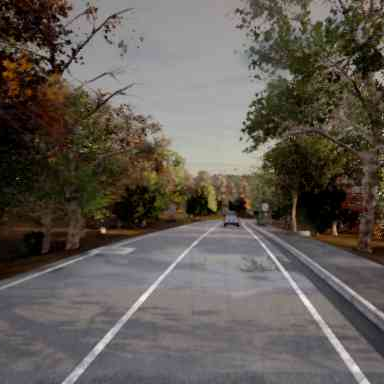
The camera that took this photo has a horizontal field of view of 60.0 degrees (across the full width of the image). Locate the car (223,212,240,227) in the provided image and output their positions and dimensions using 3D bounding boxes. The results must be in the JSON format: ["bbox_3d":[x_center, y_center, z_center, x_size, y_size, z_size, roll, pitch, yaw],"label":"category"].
[{"bbox_3d":[4.677,3.406,39.532,2.033,1.411,5.357,1,-4,7],"label":"car"}]

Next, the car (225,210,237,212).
[{"bbox_3d":[5.861,3.755,49.884,2.150,2.045,5.566,1,-4,8],"label":"car"}]
